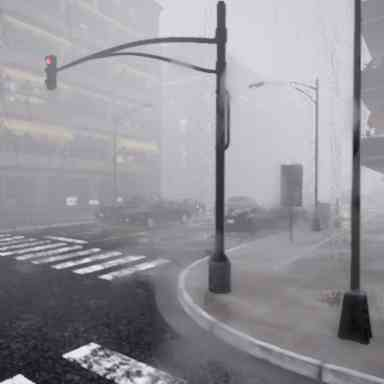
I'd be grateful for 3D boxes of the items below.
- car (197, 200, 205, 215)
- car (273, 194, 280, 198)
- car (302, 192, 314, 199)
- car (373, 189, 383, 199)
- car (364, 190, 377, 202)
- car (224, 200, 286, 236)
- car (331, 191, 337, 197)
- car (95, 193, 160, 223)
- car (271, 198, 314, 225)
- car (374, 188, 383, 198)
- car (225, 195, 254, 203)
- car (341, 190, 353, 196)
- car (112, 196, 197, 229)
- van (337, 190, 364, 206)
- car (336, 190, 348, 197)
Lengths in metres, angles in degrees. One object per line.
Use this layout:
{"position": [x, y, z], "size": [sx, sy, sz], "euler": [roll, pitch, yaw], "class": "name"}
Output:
{"position": [-0.688, 1.169, 26.256], "size": [1.887, 1.381, 4.507], "euler": [2, 2, 35], "class": "car"}
{"position": [12.113, 0.870, 44.494], "size": [1.947, 1.339, 4.313], "euler": [2, 2, 35], "class": "car"}
{"position": [13.156, 0.831, 41.429], "size": [1.882, 1.535, 5.008], "euler": [1, 1, 35], "class": "car"}
{"position": [34.952, 0.291, 62.440], "size": [2.192, 1.841, 5.009], "euler": [2, 2, 35], "class": "car"}
{"position": [25.350, 0.760, 48.767], "size": [1.887, 1.381, 4.507], "euler": [2, 2, 35], "class": "car"}
{"position": [2.949, 1.343, 16.851], "size": [1.947, 1.339, 4.313], "euler": [2, 2, 35], "class": "car"}
{"position": [31.314, 0.369, 71.852], "size": [1.887, 1.381, 4.507], "euler": [2, 2, 35], "class": "car"}
{"position": [-3.885, 1.020, 21.690], "size": [2.192, 1.841, 5.009], "euler": [2, 2, 35], "class": "car"}
{"position": [6.149, 1.279, 21.410], "size": [1.802, 1.307, 4.206], "euler": [2, 2, 35], "class": "car"}
{"position": [38.152, 0.212, 66.999], "size": [2.192, 1.841, 5.009], "euler": [2, 2, 35], "class": "car"}
{"position": [3.983, 1.087, 28.423], "size": [1.837, 1.490, 4.892], "euler": [1, 1, 35], "class": "car"}
{"position": [37.713, 0.247, 80.971], "size": [1.802, 1.307, 4.206], "euler": [2, 2, 35], "class": "car"}
{"position": [-2.037, 1.211, 19.845], "size": [1.882, 1.535, 5.008], "euler": [1, 1, 35], "class": "car"}
{"position": [18.952, 0.717, 39.644], "size": [1.690, 1.788, 3.998], "euler": [2, 2, 35], "class": "van"}
{"position": [34.513, 0.327, 76.411], "size": [1.802, 1.307, 4.206], "euler": [2, 2, 35], "class": "car"}
